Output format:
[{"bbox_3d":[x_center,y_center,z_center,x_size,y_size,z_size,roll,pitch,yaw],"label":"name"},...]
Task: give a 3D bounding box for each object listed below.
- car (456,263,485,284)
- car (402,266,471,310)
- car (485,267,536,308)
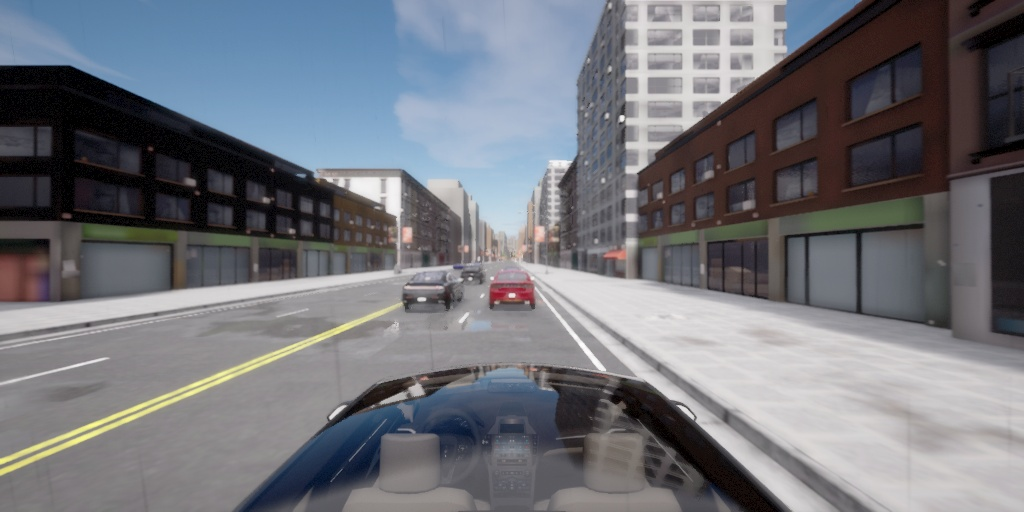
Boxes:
[{"bbox_3d":[-3.234,1.540,30.362,1.837,1.490,4.892,0,0,0],"label":"car"},{"bbox_3d":[-3.234,1.377,15.360,2.128,1.511,4.902,0,0,0],"label":"car"},{"bbox_3d":[0.022,1.369,16.104,1.882,1.535,5.008,0,0,0],"label":"car"}]
